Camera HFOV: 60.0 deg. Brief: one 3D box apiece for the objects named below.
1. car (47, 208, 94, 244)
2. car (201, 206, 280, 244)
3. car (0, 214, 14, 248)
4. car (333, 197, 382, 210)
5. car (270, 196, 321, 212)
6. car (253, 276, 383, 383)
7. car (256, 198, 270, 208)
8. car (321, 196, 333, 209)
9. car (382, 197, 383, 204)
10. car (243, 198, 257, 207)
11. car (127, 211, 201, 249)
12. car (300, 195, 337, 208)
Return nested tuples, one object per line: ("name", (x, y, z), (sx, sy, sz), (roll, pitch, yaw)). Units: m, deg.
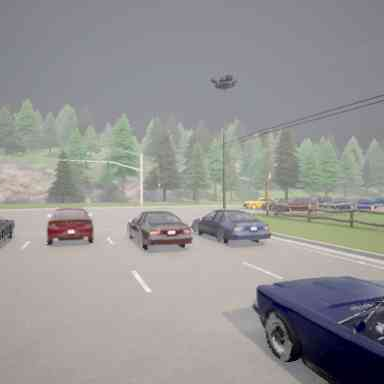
("car", (-5.831, 1.478, 15.914), (1.882, 1.535, 5.008), (0, 0, -21))
("car", (1.670, 1.548, 15.919), (2.033, 1.411, 5.357), (0, 0, -20))
("car", (-8.965, 1.601, 14.343), (1.895, 1.301, 4.718), (0, 0, -21))
("car", (20.103, 1.478, 40.464), (5.008, 1.535, 1.882), (0, 0, -19))
("car", (11.666, 1.352, 37.519), (4.553, 1.767, 2.097), (0, 0, -20))
("car", (2.506, 1.601, 3.276), (1.895, 1.301, 4.718), (0, 0, -20))
("car", (10.760, 1.526, 40.892), (4.674, 1.442, 1.812), (0, 0, -18))
("car", (19.500, 1.492, 43.958), (4.902, 1.511, 2.128), (0, 0, -19))
("car", (27.791, 1.478, 50.511), (5.008, 1.535, 1.882), (0, 0, -19))
("car", (9.163, 1.478, 44.060), (5.008, 1.535, 1.882), (0, 0, -20))
("car", (-1.596, 1.548, 14.655), (2.033, 1.411, 5.357), (0, 0, -20))
("car", (17.866, 1.352, 47.095), (4.553, 1.767, 2.097), (0, 0, -19))
